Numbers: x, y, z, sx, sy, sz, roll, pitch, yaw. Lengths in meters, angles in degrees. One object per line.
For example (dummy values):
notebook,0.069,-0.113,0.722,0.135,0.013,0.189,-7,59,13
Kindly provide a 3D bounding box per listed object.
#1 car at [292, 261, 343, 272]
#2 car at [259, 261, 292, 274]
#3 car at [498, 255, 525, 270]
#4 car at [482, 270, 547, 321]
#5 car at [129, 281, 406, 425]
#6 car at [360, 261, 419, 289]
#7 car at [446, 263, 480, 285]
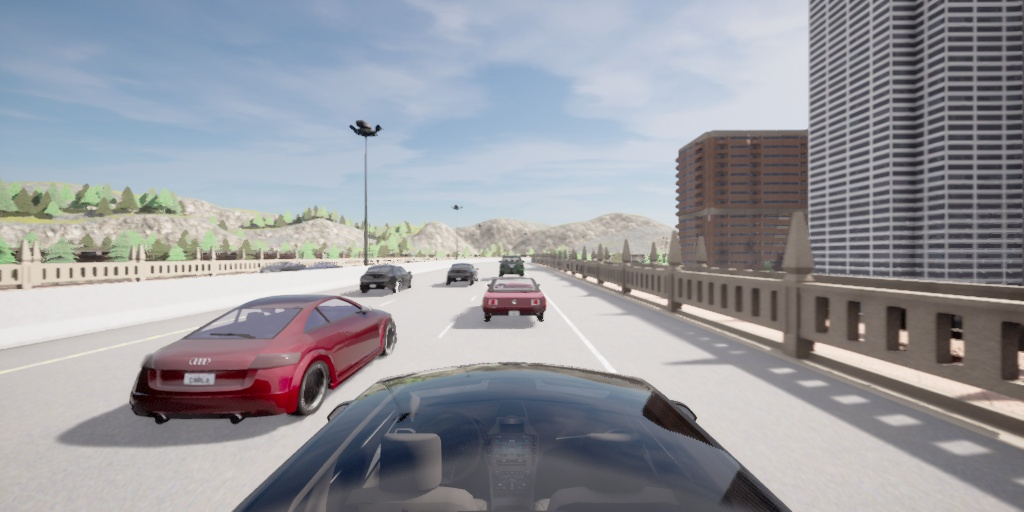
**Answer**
car,-17.684,1.299,33.451,2.033,1.411,5.357,0,0,0
car,-21.197,1.247,33.309,2.128,1.511,4.902,0,0,0
car,-0.021,0.961,32.131,2.150,2.045,5.566,0,0,0
car,0.060,1.347,12.442,1.895,1.301,4.718,0,0,0
car,-3.424,1.315,5.932,1.994,1.385,4.181,0,0,0
car,-6.972,1.253,20.371,1.837,1.490,4.892,0,0,0
car,-3.494,1.249,25.814,1.837,1.490,4.892,0,0,0
